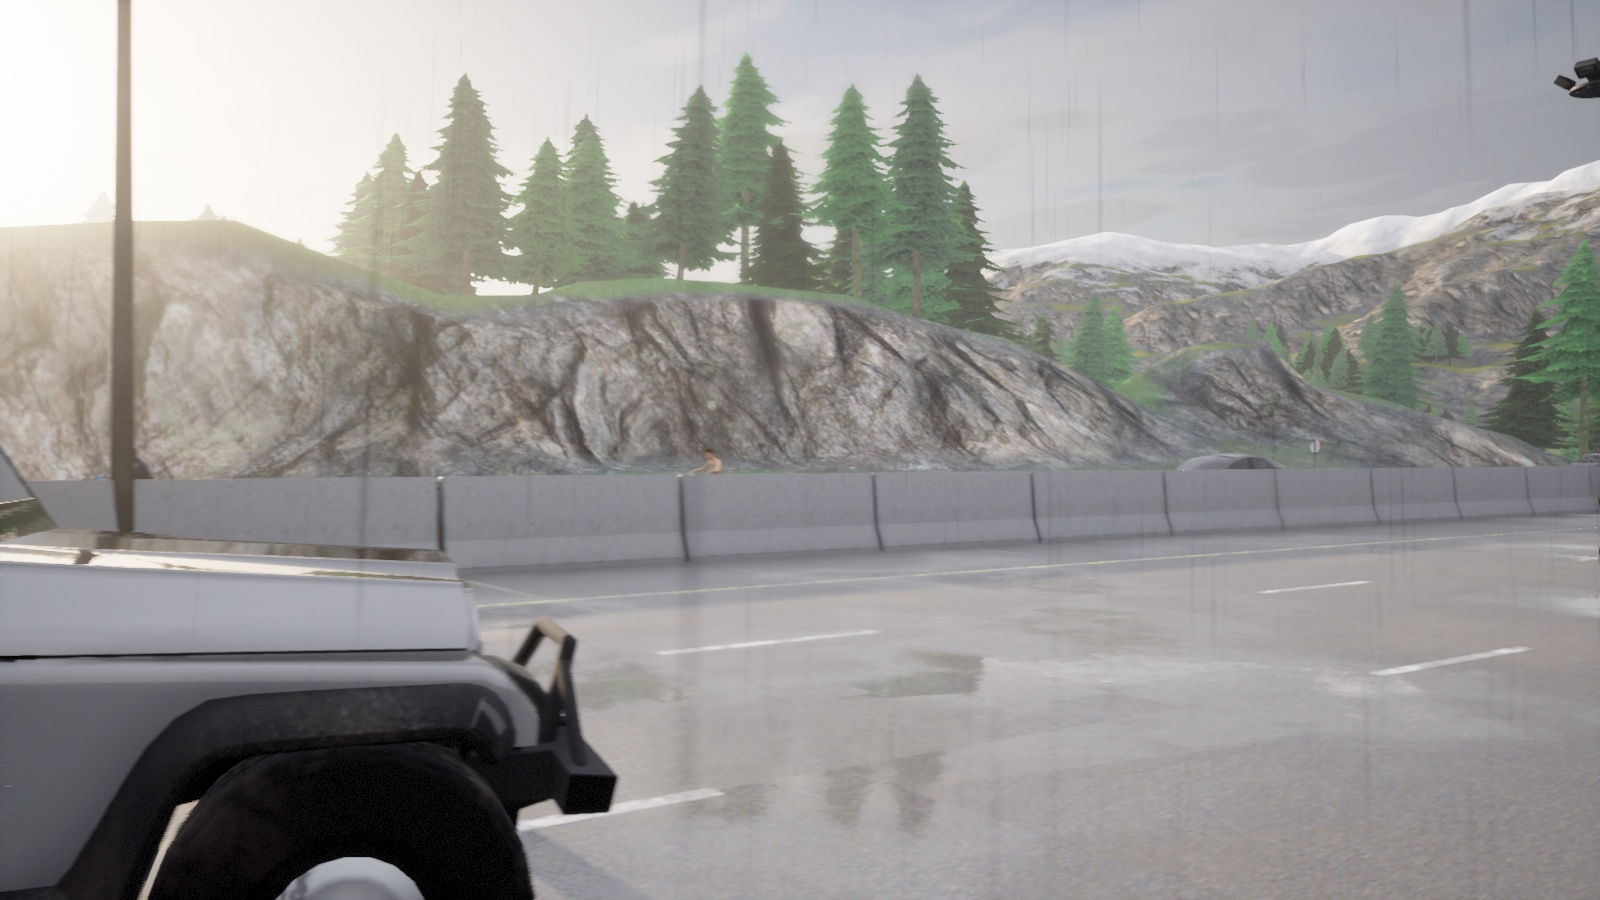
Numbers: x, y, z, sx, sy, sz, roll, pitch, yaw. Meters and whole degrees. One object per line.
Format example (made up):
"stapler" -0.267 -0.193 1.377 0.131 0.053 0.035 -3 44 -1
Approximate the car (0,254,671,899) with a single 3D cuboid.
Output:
"car" -2.452 0.553 3.182 3.866 1.878 1.905 0 0 -21

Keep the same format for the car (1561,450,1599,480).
"car" 42.732 0.799 67.516 3.705 1.549 1.789 0 0 -35

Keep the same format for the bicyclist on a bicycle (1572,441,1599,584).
"bicyclist on a bicycle" 9.734 0.713 14.698 1.656 1.620 0.582 0 0 -35

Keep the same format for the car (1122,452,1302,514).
"car" 10.674 0.806 32.409 4.892 1.490 1.837 0 0 -35
